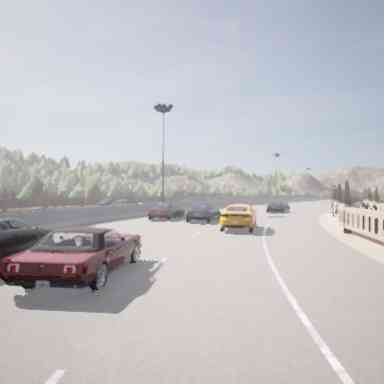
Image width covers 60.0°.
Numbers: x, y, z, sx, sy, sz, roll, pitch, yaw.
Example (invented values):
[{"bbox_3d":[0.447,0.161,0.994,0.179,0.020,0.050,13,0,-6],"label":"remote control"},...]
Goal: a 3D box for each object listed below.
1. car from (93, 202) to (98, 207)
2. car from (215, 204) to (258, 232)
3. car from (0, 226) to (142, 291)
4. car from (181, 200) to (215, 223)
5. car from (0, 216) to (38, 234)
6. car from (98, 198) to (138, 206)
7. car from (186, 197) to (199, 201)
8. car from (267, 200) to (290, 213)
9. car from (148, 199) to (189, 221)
[{"bbox_3d":[-10.942,1.559,44.039,1.837,1.490,4.892,0,-1,26],"label":"car"},{"bbox_3d":[2.957,1.501,20.581,1.882,1.535,5.008,0,0,14],"label":"car"},{"bbox_3d":[-2.777,1.588,8.957,1.895,1.301,4.718,0,0,6],"label":"car"},{"bbox_3d":[0.956,1.592,26.080,1.994,1.385,4.181,0,0,17],"label":"car"},{"bbox_3d":[-6.106,1.466,10.163,2.128,1.511,4.902,0,0,7],"label":"car"},{"bbox_3d":[-7.294,1.532,34.790,1.837,1.490,4.892,0,0,21],"label":"car"},{"bbox_3d":[-0.256,1.664,56.729,1.837,1.490,4.892,0,-1,29],"label":"car"},{"bbox_3d":[10.095,1.662,38.802,1.994,1.385,4.181,0,0,27],"label":"car"},{"bbox_3d":[-2.065,1.587,28.038,1.994,1.385,4.181,0,0,18],"label":"car"}]
